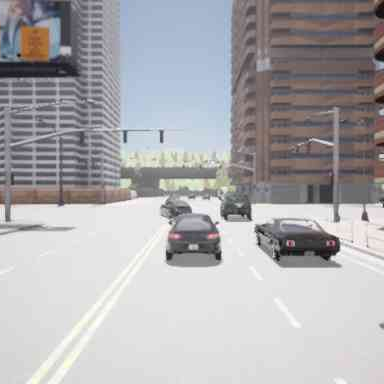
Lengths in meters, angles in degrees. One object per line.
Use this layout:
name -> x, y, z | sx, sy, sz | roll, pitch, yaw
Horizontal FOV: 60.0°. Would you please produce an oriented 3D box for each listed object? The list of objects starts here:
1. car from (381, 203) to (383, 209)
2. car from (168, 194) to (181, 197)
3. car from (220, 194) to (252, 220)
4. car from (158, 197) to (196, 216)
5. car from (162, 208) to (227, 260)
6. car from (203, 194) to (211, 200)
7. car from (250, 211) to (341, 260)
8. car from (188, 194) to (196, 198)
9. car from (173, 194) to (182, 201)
car -> 24.217, 1.511, 37.667 | 4.718, 1.301, 1.895 | 0, 0, 1
car -> -3.488, 1.202, 64.349 | 2.097, 1.767, 4.553 | 0, 0, 0
car -> 3.576, 1.159, 27.654 | 2.150, 2.045, 5.566 | 0, 0, 1
car -> -1.505, 1.440, 28.672 | 1.837, 1.490, 4.892 | 1, 0, -20
car -> 0.067, 1.498, 12.246 | 1.812, 1.442, 4.674 | 0, 0, 0
car -> 3.537, 1.273, 81.285 | 2.033, 1.411, 5.357 | 0, 0, 0
car -> 3.565, 1.572, 12.242 | 1.895, 1.301, 4.718 | 0, 0, 0
car -> 0.037, 1.235, 81.285 | 1.837, 1.490, 4.892 | 0, 0, 0
car -> -3.464, 1.282, 79.321 | 1.882, 1.535, 5.008 | 0, 0, 0
